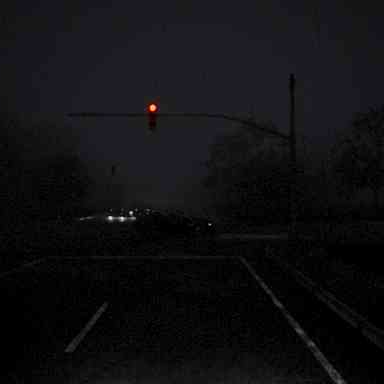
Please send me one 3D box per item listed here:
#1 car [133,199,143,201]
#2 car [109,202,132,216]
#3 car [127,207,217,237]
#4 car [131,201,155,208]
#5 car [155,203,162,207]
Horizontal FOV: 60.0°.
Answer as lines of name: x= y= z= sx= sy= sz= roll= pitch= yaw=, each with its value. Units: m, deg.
car: x=-10.465 y=2.516 z=64.117 sx=2.150 sy=2.045 sz=5.566 roll=0 pitch=1 yaw=1
car: x=-10.536 y=2.599 z=48.427 sx=2.097 sy=1.767 sz=4.553 roll=0 pitch=-1 yaw=0
car: x=-0.996 y=1.830 z=19.506 sx=4.902 sy=1.511 sz=2.128 roll=0 pitch=-2 yaw=2
car: x=-7.037 y=2.599 z=48.420 sx=2.097 sy=1.767 sz=4.553 roll=0 pitch=-1 yaw=0
car: x=-6.965 y=2.816 z=64.589 sx=1.812 sy=1.442 sz=4.674 roll=0 pitch=1 yaw=1
